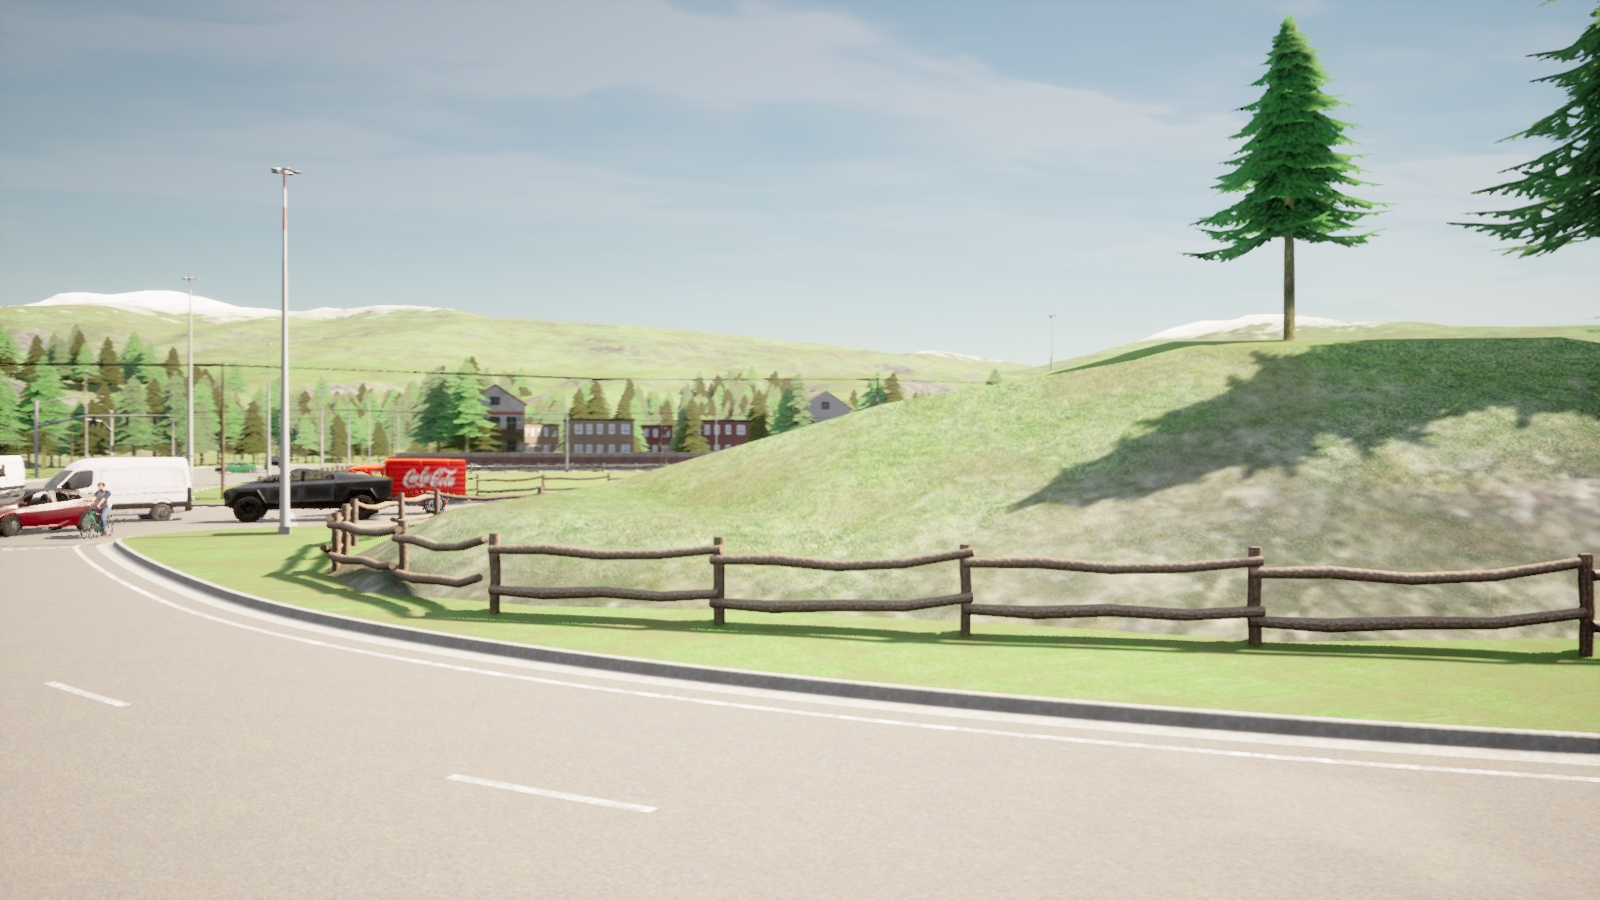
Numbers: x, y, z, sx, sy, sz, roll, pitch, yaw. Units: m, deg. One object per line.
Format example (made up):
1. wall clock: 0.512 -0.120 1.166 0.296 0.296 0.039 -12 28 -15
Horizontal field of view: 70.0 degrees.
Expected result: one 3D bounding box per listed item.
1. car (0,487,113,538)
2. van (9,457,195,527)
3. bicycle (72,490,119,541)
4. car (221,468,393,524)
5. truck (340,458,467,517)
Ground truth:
1. car: -26.135 2.081 38.860 2.007 1.525 4.514 0 0 19
2. van: -27.297 1.580 44.899 1.988 2.561 5.915 -1 -1 43
3. bicycle: -22.610 2.094 36.694 0.373 1.496 1.643 4 1 3
4. car: -19.807 1.797 46.265 6.274 2.098 2.390 0 0 -20
5. truck: -17.593 1.616 50.798 5.204 2.467 2.627 0 0 -20
